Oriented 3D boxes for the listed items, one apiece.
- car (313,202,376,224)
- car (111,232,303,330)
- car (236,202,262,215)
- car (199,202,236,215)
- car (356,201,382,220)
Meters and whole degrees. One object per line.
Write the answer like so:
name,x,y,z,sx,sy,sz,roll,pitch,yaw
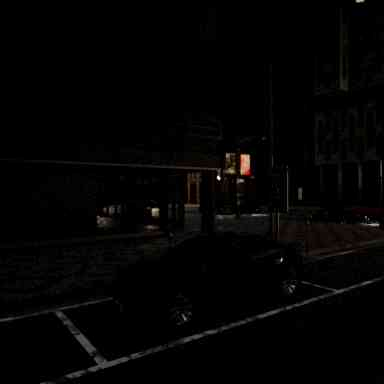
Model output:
car,11.881,1.759,26.556,1.994,1.385,4.181,0,-1,-36
car,0.521,1.565,6.929,4.313,1.339,1.947,0,0,-36
car,6.310,1.930,39.850,1.994,1.385,4.181,0,-1,-36
car,2.674,1.933,39.337,1.812,1.442,4.674,0,-1,-36
car,15.455,1.510,27.327,2.097,1.767,4.553,0,-1,-38
